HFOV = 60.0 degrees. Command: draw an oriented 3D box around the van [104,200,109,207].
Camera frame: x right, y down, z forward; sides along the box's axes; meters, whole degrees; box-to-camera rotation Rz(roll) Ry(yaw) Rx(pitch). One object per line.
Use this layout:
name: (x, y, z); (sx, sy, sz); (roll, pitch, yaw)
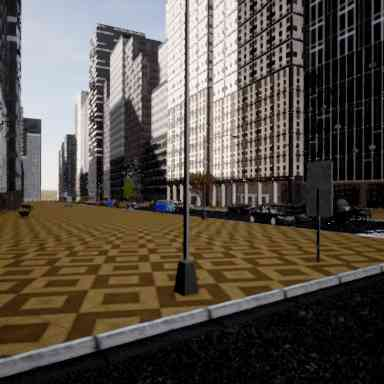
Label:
van: (-18.362, 2.622, 76.571); (1.690, 1.788, 3.998); (-1, -1, -26)

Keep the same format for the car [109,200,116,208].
car: (-15.914, 2.719, 71.505); (1.887, 1.381, 4.507); (-1, -1, -26)

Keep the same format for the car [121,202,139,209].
car: (-11.024, 2.514, 61.374); (2.008, 1.369, 4.403); (-1, -1, -26)

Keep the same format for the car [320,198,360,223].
car: (11.164, 1.509, 28.898); (2.150, 2.045, 5.566); (0, -1, -27)

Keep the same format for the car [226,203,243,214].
car: (6.303, 2.155, 44.757); (1.947, 1.339, 4.313); (-1, -1, -26)

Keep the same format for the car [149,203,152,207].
car: (-8.366, 2.793, 75.147); (1.802, 1.307, 4.206); (-1, -1, -26)

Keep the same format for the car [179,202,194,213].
car: (-1.752, 2.189, 48.207); (1.837, 1.490, 4.892); (0, -1, -25)

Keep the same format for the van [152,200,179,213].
van: (-3.693, 1.995, 46.182); (1.690, 1.788, 3.998); (-1, -1, -26)

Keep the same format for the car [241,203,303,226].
car: (6.091, 1.805, 25.919); (2.008, 1.369, 4.403); (-1, -1, -26)

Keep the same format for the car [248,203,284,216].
car: (8.748, 2.055, 39.692); (1.947, 1.339, 4.313); (-1, -1, -26)

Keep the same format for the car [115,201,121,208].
car: (-13.396, 2.590, 66.287); (1.752, 1.417, 4.829); (-1, -1, -26)

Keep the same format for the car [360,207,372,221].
car: (13.638, 1.842, 29.562); (2.008, 1.369, 4.403); (-1, -1, -26)

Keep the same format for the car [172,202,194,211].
car: (-1.524, 2.406, 54.938); (1.895, 1.301, 4.718); (0, -1, -25)

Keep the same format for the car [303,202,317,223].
car: (7.875, 1.792, 28.208); (1.837, 1.490, 4.892); (0, -1, -26)

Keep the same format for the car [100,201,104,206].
car: (-23.248, 3.039, 86.698); (1.887, 1.381, 4.507); (-1, -1, -26)
